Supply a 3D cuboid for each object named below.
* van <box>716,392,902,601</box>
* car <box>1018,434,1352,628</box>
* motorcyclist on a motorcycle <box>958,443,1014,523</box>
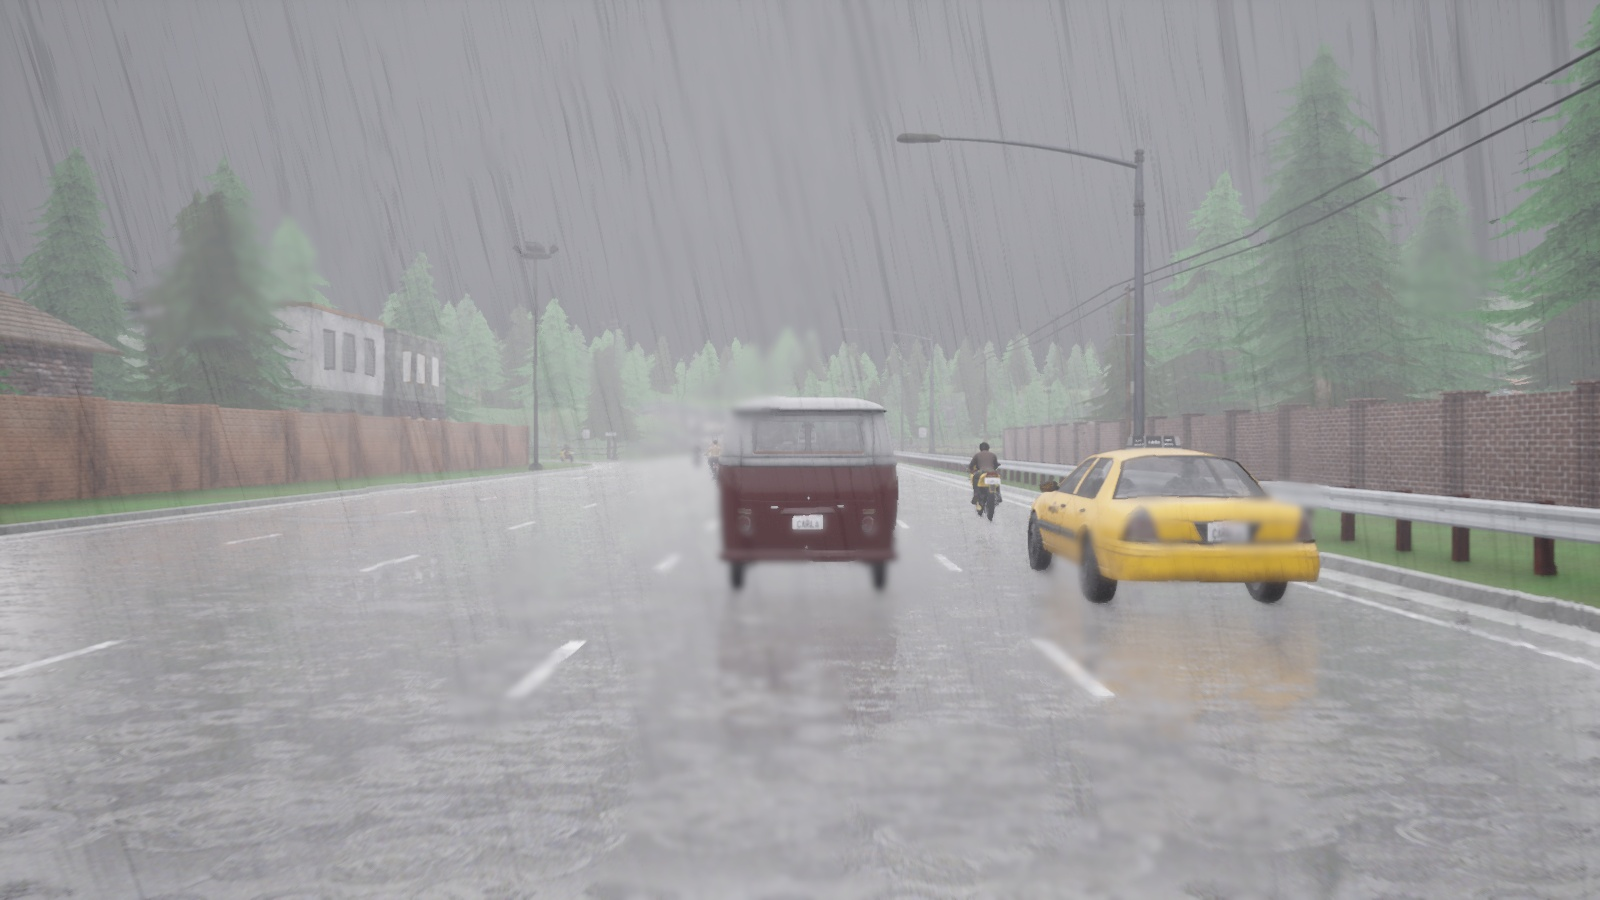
[{"bbox_3d":[0.095,0.433,14.196,1.775,1.987,4.442,0,0,0],"label":"van"},{"bbox_3d":[3.588,0.632,12.878,1.801,1.575,5.366,0,1,0],"label":"car"},{"bbox_3d":[3.655,0.616,24.836,0.797,1.523,2.044,0,0,0],"label":"motorcyclist on a motorcycle"}]
